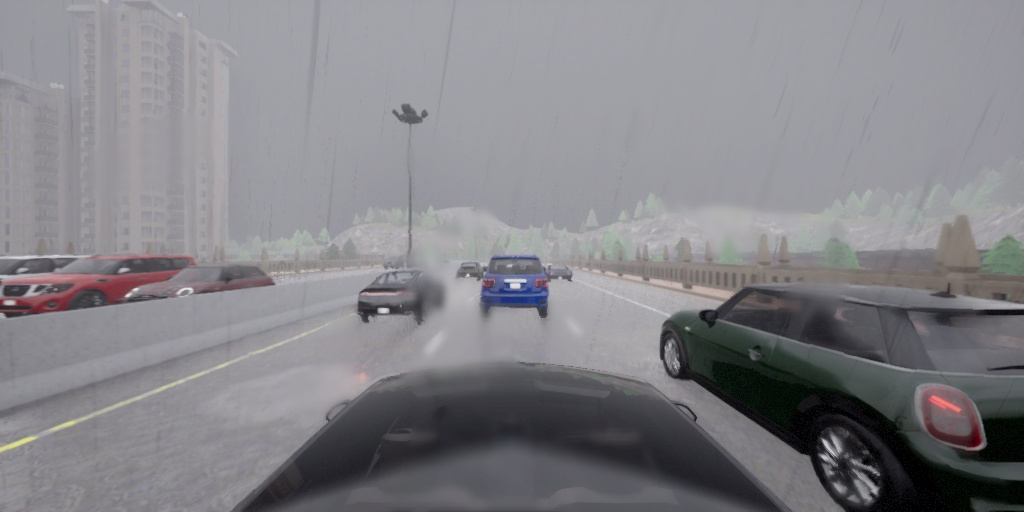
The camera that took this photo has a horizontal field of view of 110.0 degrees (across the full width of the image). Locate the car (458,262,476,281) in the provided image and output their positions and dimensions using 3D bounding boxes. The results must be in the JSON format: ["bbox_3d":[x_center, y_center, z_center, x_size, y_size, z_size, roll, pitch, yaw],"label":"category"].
[{"bbox_3d":[-3.409,1.238,30.177,1.837,1.490,4.892,0,0,0],"label":"car"}]

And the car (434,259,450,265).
[{"bbox_3d":[-10.584,1.268,54.236,1.837,1.490,4.892,0,0,0],"label":"car"}]

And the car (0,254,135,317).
[{"bbox_3d":[-17.603,0.960,12.920,2.150,2.045,5.566,0,0,0],"label":"car"}]

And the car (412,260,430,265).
[{"bbox_3d":[-14.069,1.330,55.585,1.994,1.385,4.181,0,0,0],"label":"car"}]

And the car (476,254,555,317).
[{"bbox_3d":[0.096,0.960,13.186,2.150,2.045,5.566,0,0,0],"label":"car"}]

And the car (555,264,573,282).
[{"bbox_3d":[3.593,1.334,28.922,1.895,1.301,4.718,0,0,0],"label":"car"}]

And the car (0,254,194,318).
[{"bbox_3d":[-14.103,0.960,12.842,2.150,2.045,5.566,0,0,0],"label":"car"}]

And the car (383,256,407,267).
[{"bbox_3d":[-17.577,0.984,54.233,2.150,2.045,5.566,0,0,0],"label":"car"}]

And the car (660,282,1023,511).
[{"bbox_3d":[3.598,1.099,4.369,2.097,1.767,4.553,0,0,0],"label":"car"}]

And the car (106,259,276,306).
[{"bbox_3d":[-10.603,1.091,12.632,2.097,1.767,4.553,0,0,0],"label":"car"}]

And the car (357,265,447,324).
[{"bbox_3d":[-3.404,1.231,11.921,2.128,1.511,4.902,0,0,0],"label":"car"}]
